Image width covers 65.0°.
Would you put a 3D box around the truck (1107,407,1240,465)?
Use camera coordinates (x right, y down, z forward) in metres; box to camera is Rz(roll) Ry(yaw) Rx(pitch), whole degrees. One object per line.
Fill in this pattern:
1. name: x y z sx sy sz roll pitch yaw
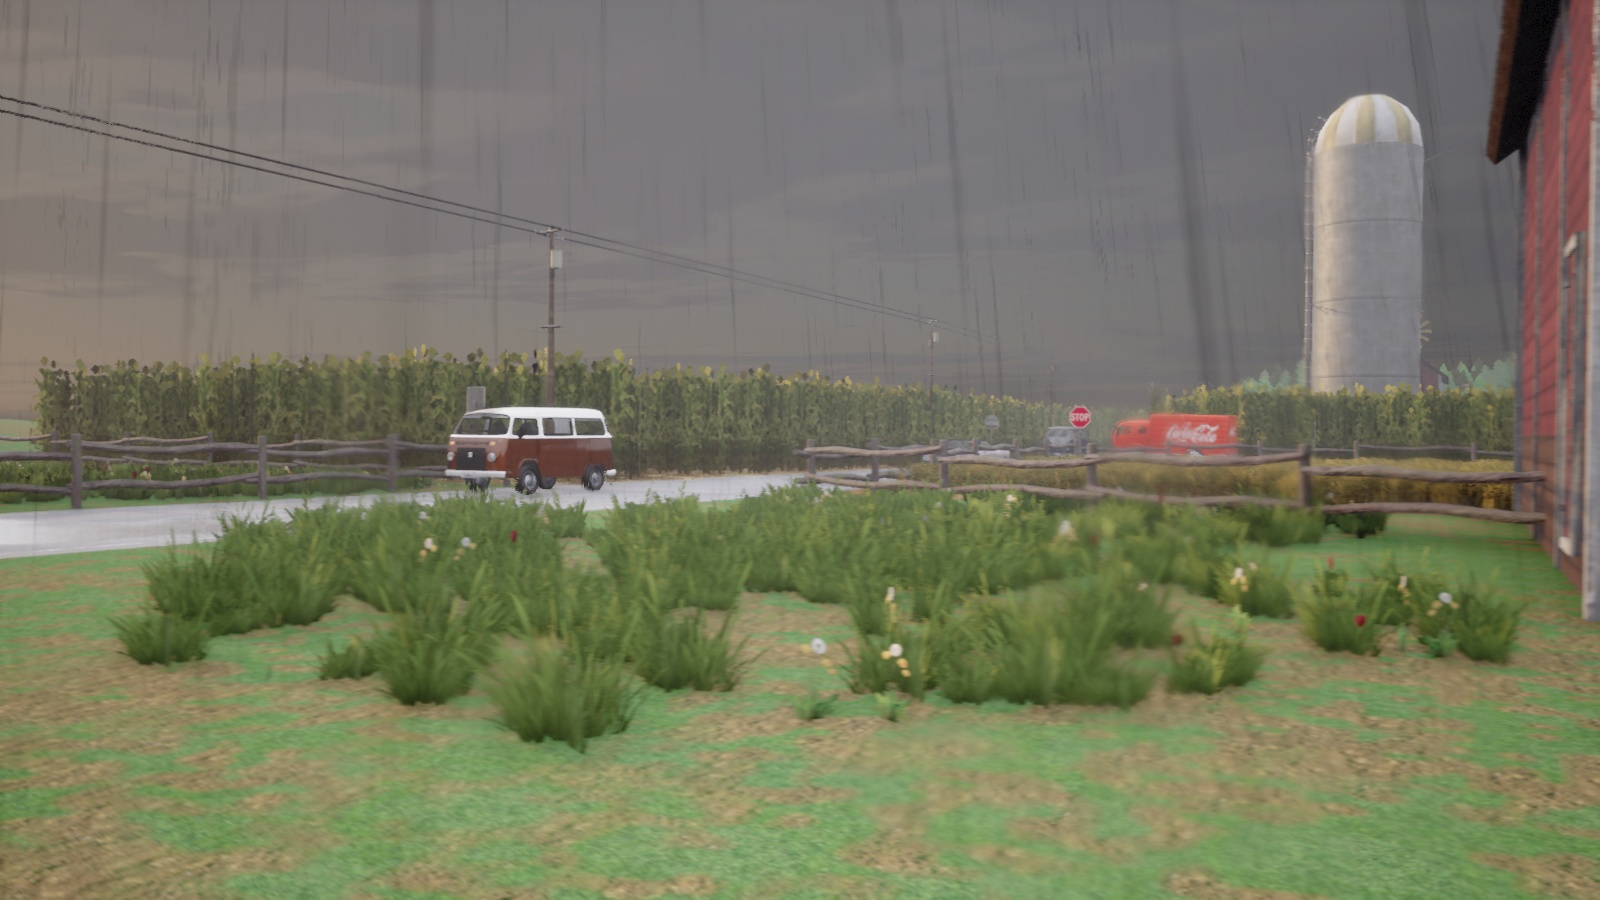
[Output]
1. truck: 16.735 -0.667 56.281 5.204 2.467 2.627 1 3 31

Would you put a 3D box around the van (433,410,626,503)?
1. van: -6.312 0.105 29.839 2.069 2.038 4.480 0 1 28

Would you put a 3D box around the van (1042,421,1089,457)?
1. van: 15.312 -0.642 72.368 1.775 1.987 4.442 0 1 23

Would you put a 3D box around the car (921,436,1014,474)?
1. car: 6.269 0.139 46.593 1.895 1.301 4.718 0 1 28
